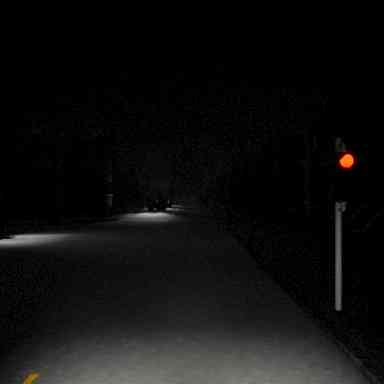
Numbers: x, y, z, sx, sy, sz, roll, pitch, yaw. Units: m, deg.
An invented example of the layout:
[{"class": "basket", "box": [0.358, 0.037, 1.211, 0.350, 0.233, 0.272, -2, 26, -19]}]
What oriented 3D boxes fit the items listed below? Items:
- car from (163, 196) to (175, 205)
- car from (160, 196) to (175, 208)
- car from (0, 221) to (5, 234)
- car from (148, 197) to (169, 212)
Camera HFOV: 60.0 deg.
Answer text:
[{"class": "car", "box": [-4.054, 1.525, 58.541, 1.812, 1.442, 4.674, 0, 0, 0]}, {"class": "car", "box": [-4.087, 1.351, 48.387, 2.097, 1.767, 4.553, 0, 0, 0]}, {"class": "car", "box": [-11.562, 1.504, 15.785, 4.892, 1.490, 1.837, 0, 0, 0]}, {"class": "car", "box": [-4.099, 1.600, 39.424, 1.895, 1.301, 4.718, 0, 0, 0]}]
